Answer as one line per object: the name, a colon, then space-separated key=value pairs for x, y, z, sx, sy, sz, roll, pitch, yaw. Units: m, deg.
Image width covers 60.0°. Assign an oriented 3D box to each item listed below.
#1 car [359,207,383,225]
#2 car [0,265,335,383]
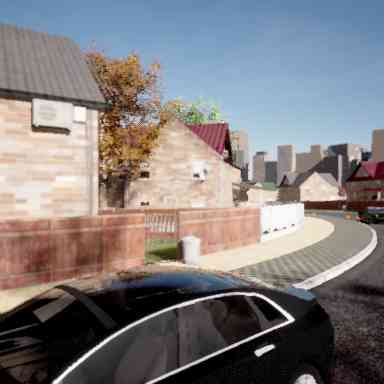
car: x=14.964 y=1.885 z=26.724 sx=1.895 sy=1.301 sz=4.718 roll=0 pitch=-1 yaw=13
car: x=-0.652 y=1.534 z=2.867 sx=4.892 sy=1.490 sz=1.837 roll=1 pitch=-1 yaw=-38
